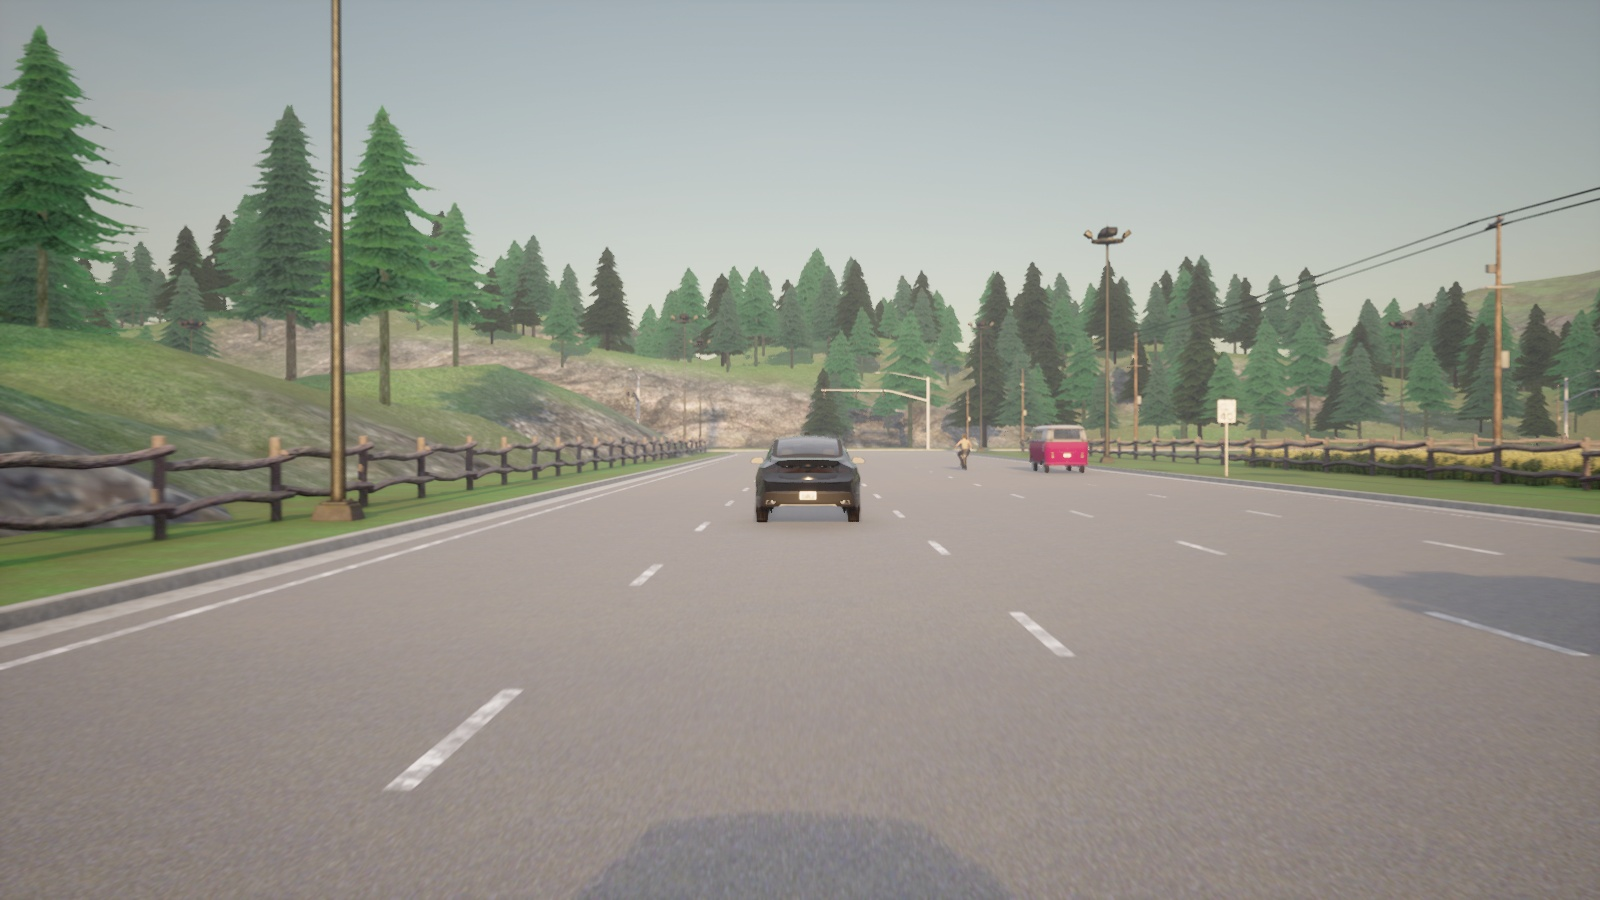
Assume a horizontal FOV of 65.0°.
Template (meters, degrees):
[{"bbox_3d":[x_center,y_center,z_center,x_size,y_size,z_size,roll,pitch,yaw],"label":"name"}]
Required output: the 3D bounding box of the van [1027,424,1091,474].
[{"bbox_3d":[10.809,-0.060,52.673,1.775,1.987,4.442,0,1,0],"label":"van"}]

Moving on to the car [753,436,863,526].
[{"bbox_3d":[0.145,0.498,23.364,1.837,1.490,4.892,0,0,0],"label":"car"}]
